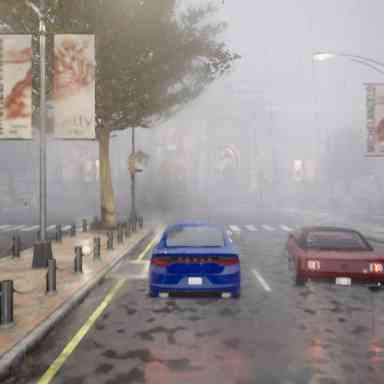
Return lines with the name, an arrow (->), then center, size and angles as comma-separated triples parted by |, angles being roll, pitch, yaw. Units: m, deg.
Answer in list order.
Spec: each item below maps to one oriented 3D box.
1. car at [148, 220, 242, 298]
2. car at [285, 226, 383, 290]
car -> 0.063, 1.461, 8.512 | 1.882, 1.535, 5.008 | 0, 0, 0
car -> 3.669, 1.583, 9.143 | 1.895, 1.301, 4.718 | 0, 0, 13
